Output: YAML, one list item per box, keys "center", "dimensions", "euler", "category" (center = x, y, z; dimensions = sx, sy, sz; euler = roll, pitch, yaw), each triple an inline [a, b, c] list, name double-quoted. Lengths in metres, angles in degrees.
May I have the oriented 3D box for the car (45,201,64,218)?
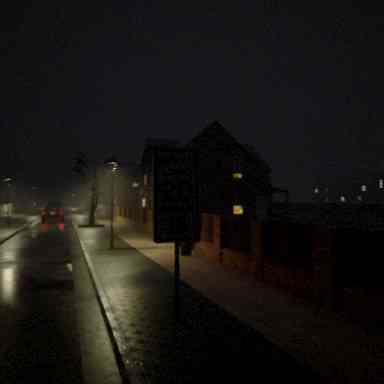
- center: [-18.128, 2.294, 44.133]
  dimensions: [2.150, 2.045, 5.566]
  euler: [0, -1, -21]
  category: "car"

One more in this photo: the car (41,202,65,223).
- center: [-14.455, 2.194, 34.672]
  dimensions: [2.097, 1.767, 4.553]
  euler: [0, -1, -20]
  category: "car"
